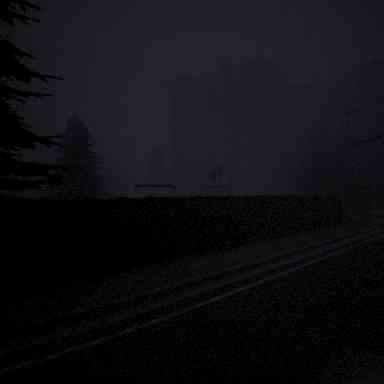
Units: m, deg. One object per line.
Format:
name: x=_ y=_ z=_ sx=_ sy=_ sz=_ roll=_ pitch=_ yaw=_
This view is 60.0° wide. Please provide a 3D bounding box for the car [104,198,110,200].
car: x=-11.691 y=1.622 z=49.576 sx=4.553 sy=1.767 sz=2.097 roll=0 pitch=0 yaw=43
